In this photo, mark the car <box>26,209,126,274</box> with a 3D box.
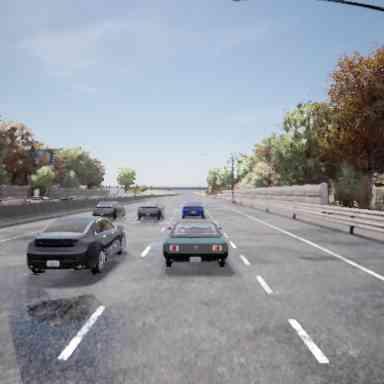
[{"bbox_3d":[-3.397,1.508,10.558,1.837,1.490,4.892,0,0,0],"label":"car"}]

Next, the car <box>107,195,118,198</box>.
[{"bbox_3d":[-17.470,1.389,73.482,2.097,1.767,4.553,0,0,0],"label":"car"}]

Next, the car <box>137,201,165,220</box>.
[{"bbox_3d":[-3.387,1.509,28.027,2.128,1.511,4.902,0,0,0],"label":"car"}]

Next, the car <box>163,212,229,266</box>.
[{"bbox_3d":[0.106,1.605,11.547,1.895,1.301,4.718,0,0,0],"label":"car"}]

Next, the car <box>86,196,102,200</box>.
[{"bbox_3d":[-20.970,1.574,73.453,2.033,1.411,5.357,0,0,0],"label":"car"}]

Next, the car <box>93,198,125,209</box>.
[{"bbox_3d":[-6.888,1.510,28.032,2.128,1.511,4.902,0,0,0],"label":"car"}]

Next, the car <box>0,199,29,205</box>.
[{"bbox_3d":[-17.579,1.502,32.881,1.882,1.535,5.008,0,0,0],"label":"car"}]

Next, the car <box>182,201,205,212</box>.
[{"bbox_3d":[0.113,1.497,29.645,1.882,1.535,5.008,0,0,0],"label":"car"}]

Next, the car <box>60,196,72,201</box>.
[{"bbox_3d":[-27.969,1.625,74.809,1.895,1.301,4.718,0,0,0],"label":"car"}]

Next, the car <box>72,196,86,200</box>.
[{"bbox_3d":[-24.469,1.555,74.837,2.128,1.511,4.902,0,0,0],"label":"car"}]
